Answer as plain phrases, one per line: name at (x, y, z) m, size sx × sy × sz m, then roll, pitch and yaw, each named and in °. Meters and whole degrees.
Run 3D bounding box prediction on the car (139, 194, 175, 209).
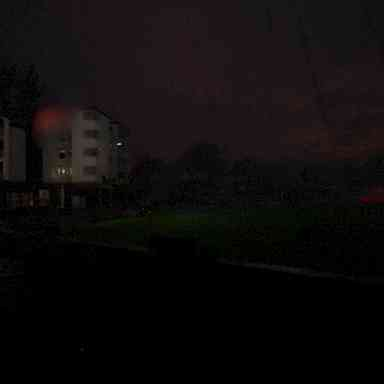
car at (-4.558, 1.265, 44.650) m, size 2.150 × 2.045 × 5.566 m, roll 0°, pitch 0°, yaw 36°
